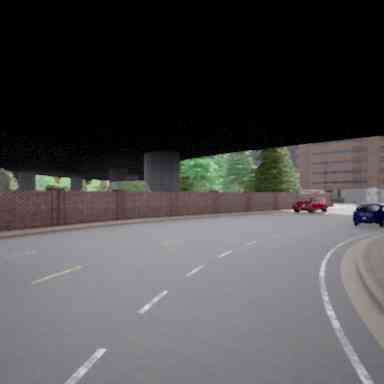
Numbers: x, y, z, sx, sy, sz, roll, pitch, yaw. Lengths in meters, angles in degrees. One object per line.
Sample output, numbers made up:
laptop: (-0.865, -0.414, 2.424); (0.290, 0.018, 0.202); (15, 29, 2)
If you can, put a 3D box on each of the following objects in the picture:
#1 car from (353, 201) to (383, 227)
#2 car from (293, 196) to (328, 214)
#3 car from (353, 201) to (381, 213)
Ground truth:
car: (13.579, 1.675, 24.583); (5.008, 1.535, 1.882); (0, -1, -45)
car: (14.400, 1.535, 40.304); (5.566, 2.045, 2.150); (0, 0, -44)
car: (23.007, 1.914, 43.669); (4.181, 1.385, 1.994); (1, -1, -44)
